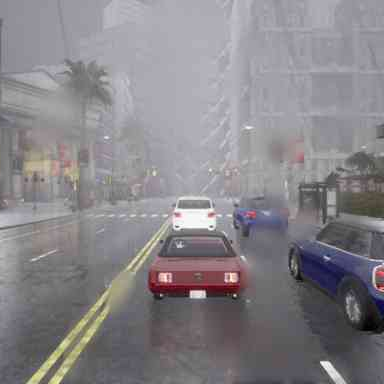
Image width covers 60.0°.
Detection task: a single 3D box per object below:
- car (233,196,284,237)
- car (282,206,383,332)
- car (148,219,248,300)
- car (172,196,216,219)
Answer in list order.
[{"bbox_3d":[3.607,1.222,18.263,2.150,2.045,5.566,0,0,0],"label":"car"},{"bbox_3d":[3.624,1.353,6.997,2.097,1.767,4.553,0,0,0],"label":"car"},{"bbox_3d":[0.109,1.601,8.356,1.895,1.301,4.718,0,0,0],"label":"car"},{"bbox_3d":[0.107,1.221,18.123,2.150,2.045,5.566,0,0,0],"label":"car"}]
